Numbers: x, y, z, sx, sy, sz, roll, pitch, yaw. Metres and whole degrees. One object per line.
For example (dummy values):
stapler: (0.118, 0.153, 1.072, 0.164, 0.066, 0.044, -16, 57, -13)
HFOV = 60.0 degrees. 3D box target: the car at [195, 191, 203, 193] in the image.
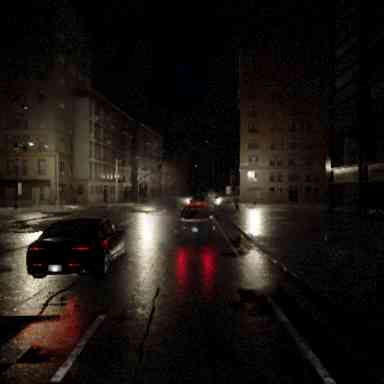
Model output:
car: (1.958, 0.854, 83.543, 2.150, 2.045, 5.566, 0, 0, 9)

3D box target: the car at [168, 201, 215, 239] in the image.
car: (0.157, 1.460, 17.116, 2.128, 1.511, 4.902, 0, 0, 1)

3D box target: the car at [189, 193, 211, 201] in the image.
car: (0.729, 1.242, 35.818, 2.097, 1.767, 4.553, 0, 0, 3)

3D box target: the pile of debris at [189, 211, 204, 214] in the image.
pile of debris: (0.473, 2.076, 33.252, 1.500, 0.140, 1.860, 0, 0, 2)

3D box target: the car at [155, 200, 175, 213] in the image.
car: (-2.578, 1.494, 34.975, 1.895, 1.301, 4.718, 0, 0, 3)

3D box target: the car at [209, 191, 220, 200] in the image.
car: (5.179, 0.857, 83.113, 2.150, 2.045, 5.566, 0, 0, 9)

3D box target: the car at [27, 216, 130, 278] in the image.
car: (-3.139, 1.493, 10.059, 1.837, 1.490, 4.892, 0, 0, 0)

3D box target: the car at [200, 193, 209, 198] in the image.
car: (3.549, 1.031, 93.759, 2.033, 1.411, 5.357, 0, 0, 10)

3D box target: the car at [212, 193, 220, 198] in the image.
car: (6.825, 0.983, 93.643, 1.882, 1.535, 5.008, 0, 0, 10)
